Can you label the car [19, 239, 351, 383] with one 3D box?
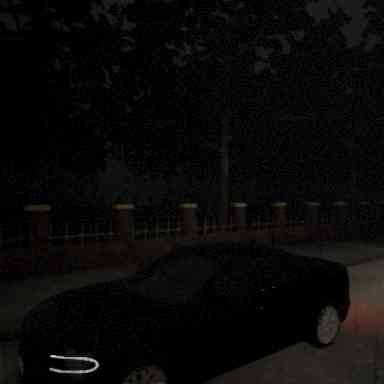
[{"bbox_3d":[0.301,1.516,4.832,5.008,1.535,1.882,1,-1,-36],"label":"car"}]
